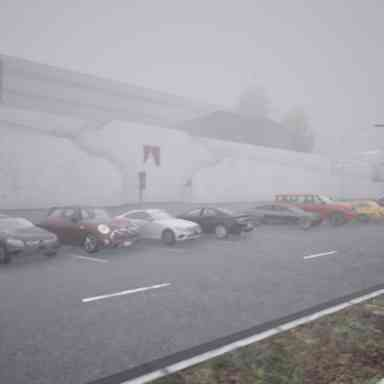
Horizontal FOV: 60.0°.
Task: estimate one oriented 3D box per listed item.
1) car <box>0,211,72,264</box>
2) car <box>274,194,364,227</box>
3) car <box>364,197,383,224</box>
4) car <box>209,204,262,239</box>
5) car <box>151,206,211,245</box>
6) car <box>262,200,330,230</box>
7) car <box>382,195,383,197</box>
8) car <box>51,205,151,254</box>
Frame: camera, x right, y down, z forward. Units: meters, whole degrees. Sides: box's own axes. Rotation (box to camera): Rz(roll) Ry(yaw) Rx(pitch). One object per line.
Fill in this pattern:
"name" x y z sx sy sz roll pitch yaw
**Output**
"car" -6.648 1.531 11.815 4.674 1.452 2.002 -1 -1 35
"car" 8.038 1.140 22.254 5.566 2.045 2.435 -1 -1 34
"car" 10.614 1.369 23.901 5.366 1.575 1.946 -1 -1 35
"car" 0.686 1.447 17.031 5.008 1.535 2.097 -1 0 35
"car" -1.763 1.504 15.297 4.674 1.452 2.002 -1 -1 35
"car" 5.597 1.437 20.507 4.792 1.488 2.163 -1 -1 34
"car" 17.758 1.092 29.240 5.566 2.045 2.435 -1 0 35
"car" -4.232 1.352 13.573 4.553 1.767 2.185 -1 -1 35
